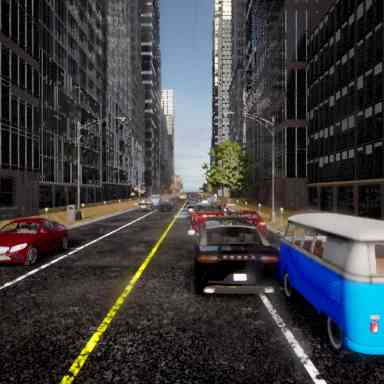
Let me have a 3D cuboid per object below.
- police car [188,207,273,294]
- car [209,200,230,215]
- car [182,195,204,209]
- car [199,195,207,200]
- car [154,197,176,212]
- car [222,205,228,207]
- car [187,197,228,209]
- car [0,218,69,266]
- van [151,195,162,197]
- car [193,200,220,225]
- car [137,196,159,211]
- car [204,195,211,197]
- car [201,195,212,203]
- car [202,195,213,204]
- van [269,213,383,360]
[{"bbox_3d":[0.929,1.425,8.941,1.930,1.638,5.238,0,0,0],"label":"police car"},{"bbox_3d":[2.804,1.581,34.268,1.802,1.307,4.206,0,0,0],"label":"car"},{"bbox_3d":[0.160,1.485,45.729,2.128,1.511,4.902,0,0,0],"label":"car"},{"bbox_3d":[2.994,1.462,91.193,1.887,1.381,4.507,0,0,0],"label":"car"},{"bbox_3d":[-2.875,1.598,38.282,1.895,1.301,4.718,0,0,0],"label":"car"},{"bbox_3d":[2.747,1.581,17.190,1.802,1.307,4.206,0,0,0],"label":"car"},{"bbox_3d":[0.912,1.351,18.794,2.097,1.767,4.553,0,0,0],"label":"car"},{"bbox_3d":[-5.653,1.582,11.529,1.802,1.307,4.206,0,0,0],"label":"car"},{"bbox_3d":[-5.520,1.328,51.377,1.690,1.788,3.998,0,0,0],"label":"van"},{"bbox_3d":[0.983,1.455,25.021,1.801,1.575,5.366,0,0,0],"label":"car"},{"bbox_3d":[-5.558,1.548,39.992,2.008,1.369,4.403,0,0,0],"label":"car"},{"bbox_3d":[2.842,1.544,45.653,2.008,1.369,4.403,0,0,0],"label":"car"},{"bbox_3d":[2.918,1.401,68.422,1.967,1.590,4.097,0,0,0],"label":"car"},{"bbox_3d":[2.899,1.410,62.730,1.967,1.590,4.097,0,0,0],"label":"car"},{"bbox_3d":[2.709,1.341,5.807,1.690,1.788,3.998,0,0,0],"label":"van"}]
